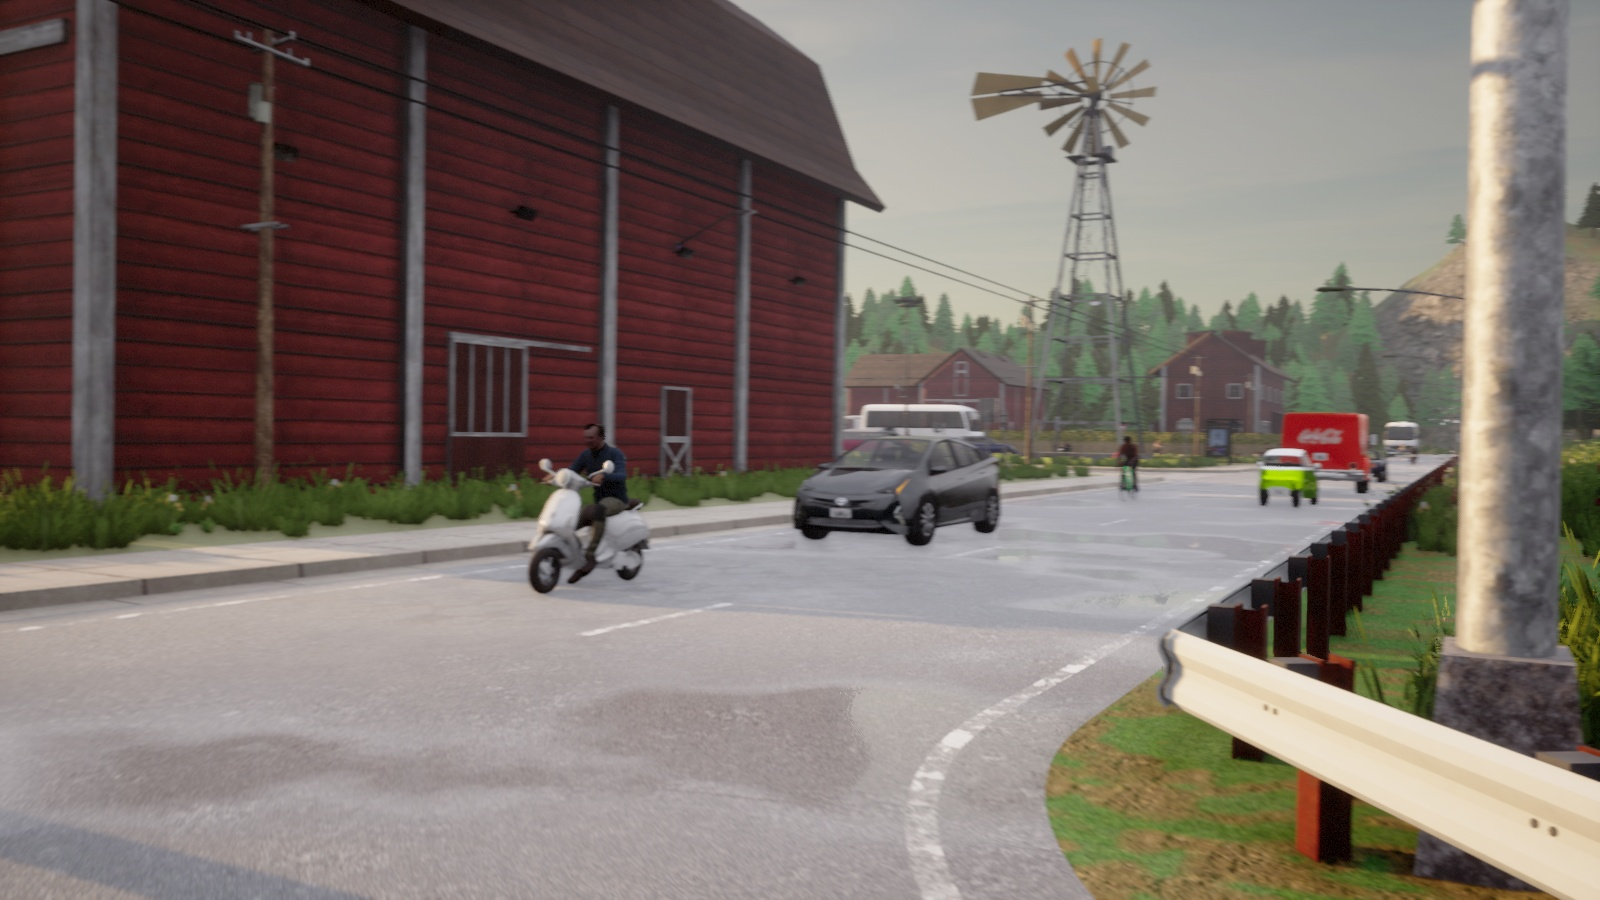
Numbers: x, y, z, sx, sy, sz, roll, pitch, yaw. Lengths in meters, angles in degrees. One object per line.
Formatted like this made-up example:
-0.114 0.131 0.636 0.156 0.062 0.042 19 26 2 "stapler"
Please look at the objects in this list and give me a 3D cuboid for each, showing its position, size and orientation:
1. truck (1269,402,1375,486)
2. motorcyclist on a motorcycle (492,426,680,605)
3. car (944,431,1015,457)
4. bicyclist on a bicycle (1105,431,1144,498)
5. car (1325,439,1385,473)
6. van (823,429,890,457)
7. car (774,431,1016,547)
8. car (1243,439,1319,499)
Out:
16.675 -0.218 39.923 2.627 2.467 5.204 0 1 28 "truck"
-2.030 0.574 12.177 0.866 1.590 1.817 0 1 28 "motorcyclist on a motorcycle"
12.523 -0.402 87.580 4.553 1.767 2.097 0 1 -5 "car"
8.062 0.338 31.179 0.582 1.620 1.656 0 1 28 "bicyclist on a bicycle"
22.712 0.229 51.294 1.895 1.301 4.718 0 1 28 "car"
3.999 -0.504 88.875 4.442 1.987 1.775 0 1 27 "van"
1.582 0.483 18.976 2.007 1.525 4.514 0 1 28 "car"
11.802 0.437 30.755 1.481 1.376 2.207 0 1 28 "car"
